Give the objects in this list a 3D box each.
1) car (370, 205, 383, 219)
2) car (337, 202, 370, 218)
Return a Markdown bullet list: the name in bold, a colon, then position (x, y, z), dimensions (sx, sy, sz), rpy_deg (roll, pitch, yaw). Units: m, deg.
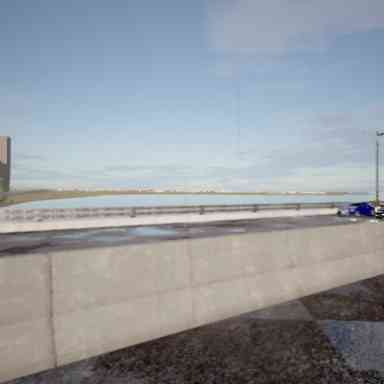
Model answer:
- **car**: position (18.288, 1.652, 29.681), dimensions (4.892, 1.490, 1.837), rpy_deg (0, 0, -35)
- **car**: position (16.075, 1.671, 32.397), dimensions (4.674, 1.442, 1.812), rpy_deg (0, 0, -35)
